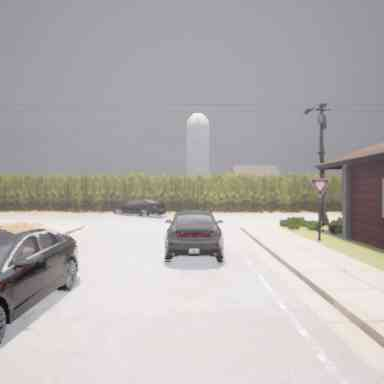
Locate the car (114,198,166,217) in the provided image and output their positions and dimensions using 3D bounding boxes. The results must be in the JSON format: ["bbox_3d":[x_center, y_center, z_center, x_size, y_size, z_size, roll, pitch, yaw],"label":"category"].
[{"bbox_3d":[-4.535,1.290,28.533,5.008,1.535,1.882,0,-1,34],"label":"car"}]

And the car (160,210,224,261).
[{"bbox_3d":[0.078,1.414,11.859,1.837,1.490,4.892,0,0,0],"label":"car"}]

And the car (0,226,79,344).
[{"bbox_3d":[-3.585,1.446,5.991,2.128,1.511,4.902,0,0,0],"label":"car"}]
